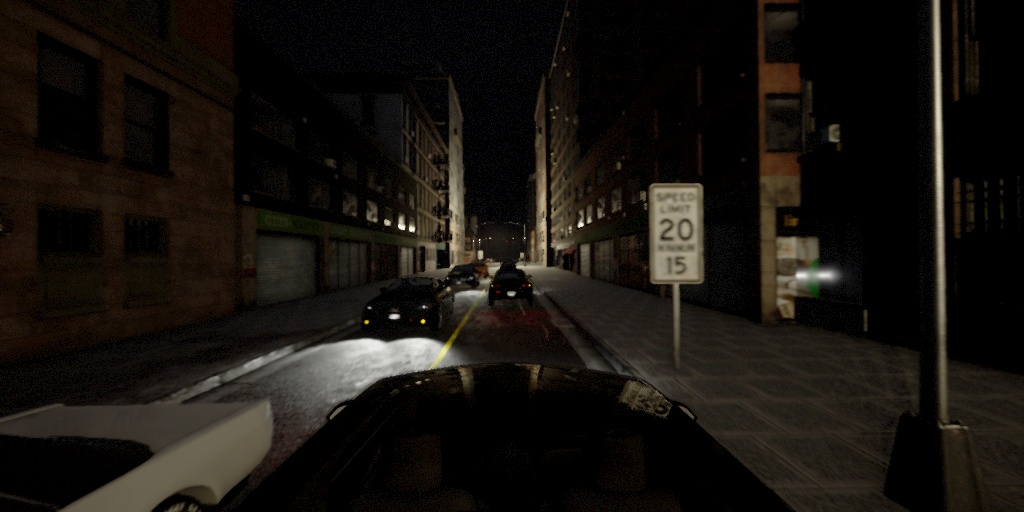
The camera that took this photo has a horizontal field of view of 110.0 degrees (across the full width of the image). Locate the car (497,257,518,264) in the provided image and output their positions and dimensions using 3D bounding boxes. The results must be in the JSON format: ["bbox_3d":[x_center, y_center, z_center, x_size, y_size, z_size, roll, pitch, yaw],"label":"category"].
[{"bbox_3d":[-0.422,1.230,42.427,1.882,1.535,5.008,0,0,-1],"label":"car"}]

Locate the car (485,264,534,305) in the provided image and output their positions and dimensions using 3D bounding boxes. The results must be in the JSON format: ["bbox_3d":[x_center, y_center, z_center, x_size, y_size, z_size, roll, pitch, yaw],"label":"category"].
[{"bbox_3d":[-0.063,1.267,15.924,1.812,1.442,4.674,0,0,-1],"label":"car"}]

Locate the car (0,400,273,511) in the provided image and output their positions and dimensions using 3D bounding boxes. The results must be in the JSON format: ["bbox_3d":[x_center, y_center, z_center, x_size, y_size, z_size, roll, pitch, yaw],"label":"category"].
[{"bbox_3d":[-2.817,1.376,0.607,1.895,1.301,4.718,0,0,-1],"label":"car"}]

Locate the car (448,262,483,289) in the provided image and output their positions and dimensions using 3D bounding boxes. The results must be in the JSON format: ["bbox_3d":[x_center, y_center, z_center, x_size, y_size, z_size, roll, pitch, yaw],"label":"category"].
[{"bbox_3d":[-3.098,1.291,23.109,1.812,1.442,4.674,0,0,-1],"label":"car"}]

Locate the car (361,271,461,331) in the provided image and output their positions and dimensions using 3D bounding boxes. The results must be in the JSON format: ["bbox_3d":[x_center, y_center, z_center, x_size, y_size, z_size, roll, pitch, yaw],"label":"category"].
[{"bbox_3d":[-2.946,1.331,10.964,1.994,1.385,4.181,0,0,0],"label":"car"}]

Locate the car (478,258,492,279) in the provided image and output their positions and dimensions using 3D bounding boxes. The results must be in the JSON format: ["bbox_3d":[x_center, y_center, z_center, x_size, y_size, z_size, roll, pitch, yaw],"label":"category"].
[{"bbox_3d":[-3.147,1.257,33.108,1.882,1.535,5.008,0,0,-1],"label":"car"}]
